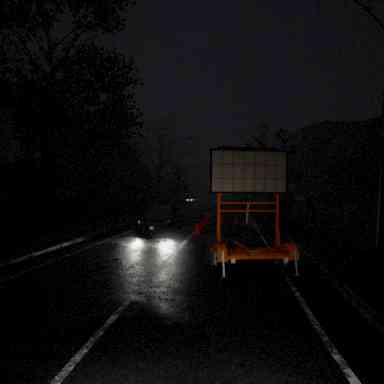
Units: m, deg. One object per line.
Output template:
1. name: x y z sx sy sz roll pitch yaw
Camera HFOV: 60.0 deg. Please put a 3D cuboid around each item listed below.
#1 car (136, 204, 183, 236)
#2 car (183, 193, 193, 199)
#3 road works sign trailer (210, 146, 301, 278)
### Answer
1. car: -1.621 1.423 18.053 1.812 1.442 4.674 1 0 7
2. car: -1.136 1.141 89.373 2.128 1.511 4.902 -1 0 -13
3. road works sign trailer: 1.674 0.441 10.163 2.380 3.560 2.880 1 0 -7
